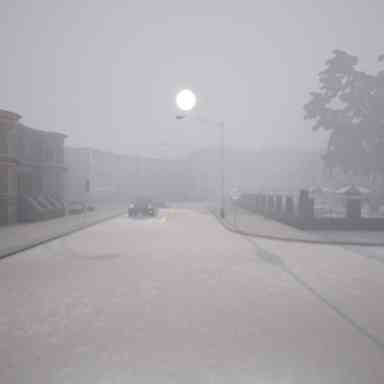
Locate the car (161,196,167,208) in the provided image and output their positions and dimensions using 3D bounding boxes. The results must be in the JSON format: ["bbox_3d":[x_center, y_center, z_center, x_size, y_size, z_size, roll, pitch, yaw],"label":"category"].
[{"bbox_3d":[-4.153,1.192,40.765,1.837,1.490,4.892,0,1,0],"label":"car"}]

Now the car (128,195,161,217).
[{"bbox_3d":[-4.125,1.132,28.686,2.097,1.767,4.553,0,0,0],"label":"car"}]

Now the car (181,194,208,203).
[{"bbox_3d":[0.425,1.032,58.477,5.008,1.535,1.882,0,0,-35],"label":"car"}]
